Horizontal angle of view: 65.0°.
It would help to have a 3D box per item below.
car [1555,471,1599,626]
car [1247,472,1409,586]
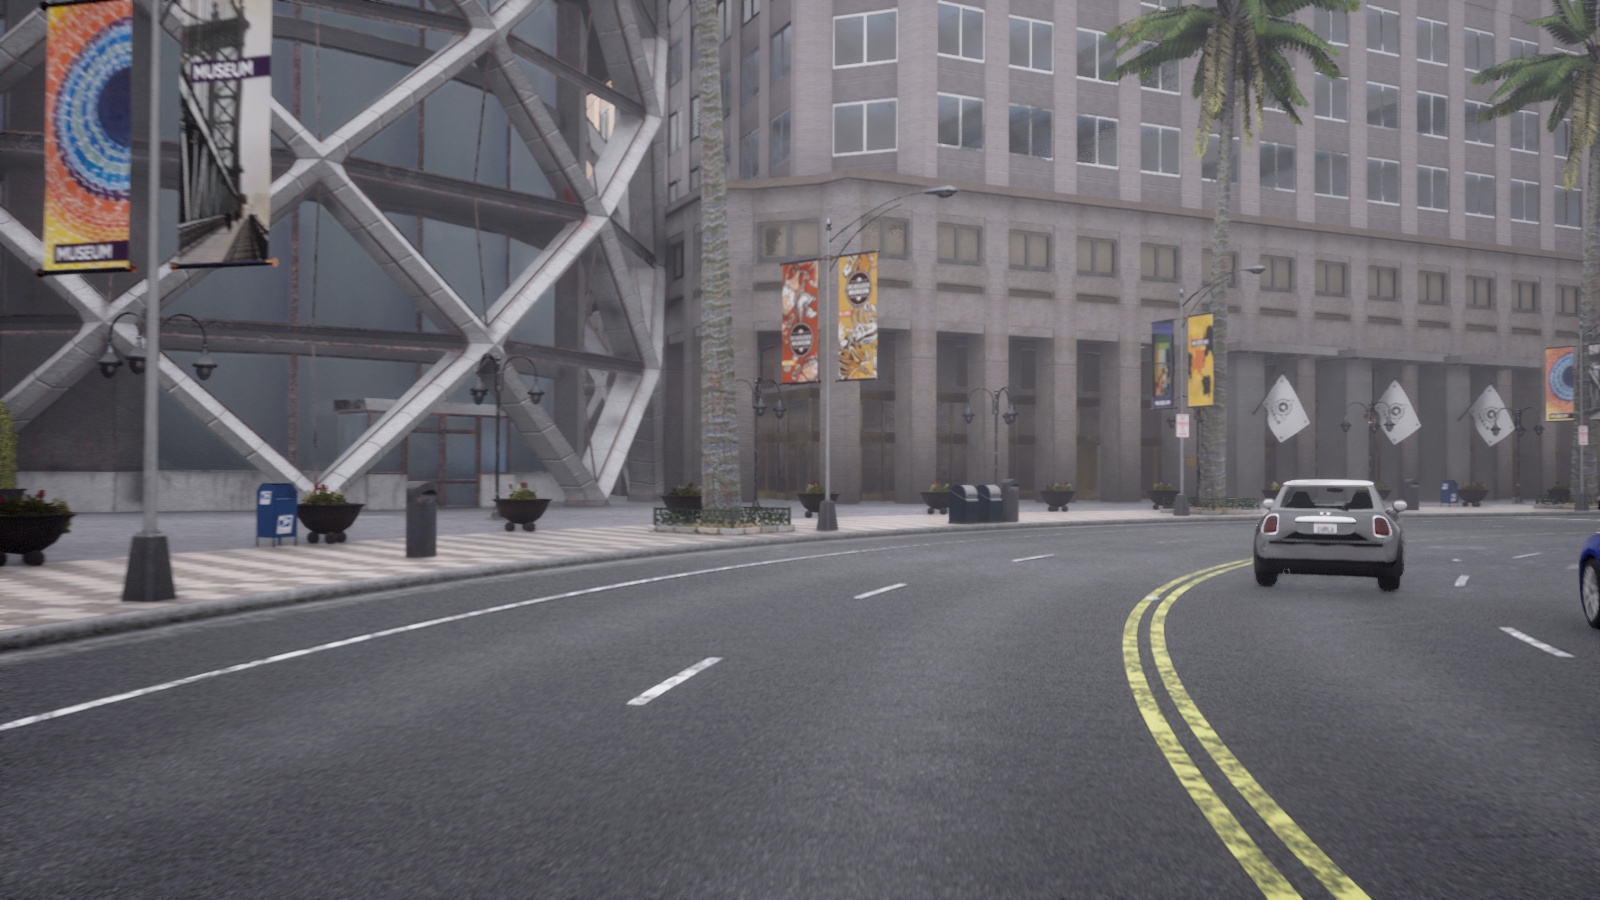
[{"bbox_3d":[8.552,0.950,11.069,1.882,1.535,5.008,-1,-1,14],"label":"car"},{"bbox_3d":[7.865,1.065,18.505,1.970,1.475,3.806,-1,-1,26],"label":"car"}]
